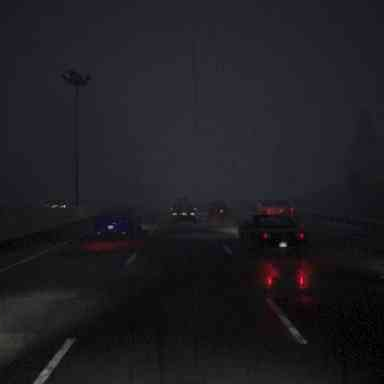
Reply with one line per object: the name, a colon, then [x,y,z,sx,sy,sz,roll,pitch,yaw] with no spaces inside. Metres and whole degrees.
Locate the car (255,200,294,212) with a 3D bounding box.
car: [6.342,1.373,26.006,2.097,1.767,4.553,0,0,-2]

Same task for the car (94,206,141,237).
car: [-3.915,1.505,18.123,1.882,1.535,5.008,0,0,-2]

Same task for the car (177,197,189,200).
car: [-1.171,1.404,42.034,2.097,1.767,4.553,0,0,-2]

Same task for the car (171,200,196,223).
car: [-0.649,1.579,25.706,2.033,1.411,5.357,0,0,-2]

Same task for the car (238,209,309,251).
car: [3.212,1.613,14.192,1.895,1.301,4.718,0,0,-2]

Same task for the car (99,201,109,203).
car: [-15.886,1.694,60.129,1.895,1.301,4.718,0,0,-1]

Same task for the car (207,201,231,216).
car: [2.630,1.560,32.694,1.812,1.442,4.674,0,0,-2]
